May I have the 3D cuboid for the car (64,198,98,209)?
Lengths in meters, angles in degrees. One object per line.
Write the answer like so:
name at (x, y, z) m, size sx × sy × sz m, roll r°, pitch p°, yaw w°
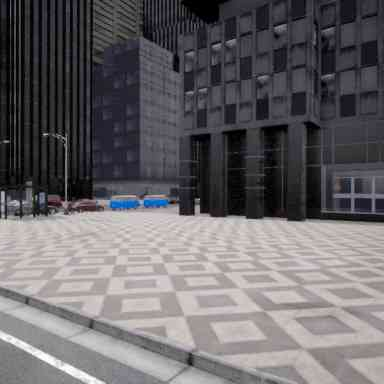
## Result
car at (-15.002, 1.548, 45.153) m, size 1.802 × 1.307 × 4.206 m, roll 0°, pitch 0°, yaw 35°

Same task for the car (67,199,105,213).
car at (-11.348, 1.576, 35.585) m, size 1.802 × 1.307 × 4.206 m, roll 0°, pitch 0°, yaw 35°

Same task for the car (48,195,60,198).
car at (-18.293, 1.285, 40.527) m, size 2.192 × 1.841 × 5.009 m, roll 0°, pitch 0°, yaw 35°

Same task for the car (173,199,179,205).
car at (-4.375, 1.572, 55.409) m, size 1.895 × 1.301 × 4.718 m, roll 0°, pitch 0°, yaw 36°

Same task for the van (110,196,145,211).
van at (-8.055, 1.332, 40.211) m, size 1.690 × 1.788 × 3.998 m, roll 0°, pitch 0°, yaw 35°

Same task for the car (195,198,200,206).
car at (1.821, 1.569, 54.087) m, size 1.802 × 1.307 × 4.206 m, roll 0°, pitch 0°, yaw 35°

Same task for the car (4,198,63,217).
car at (-14.641, 1.549, 30.960) m, size 2.008 × 1.369 × 4.403 m, roll 0°, pitch 0°, yaw 35°

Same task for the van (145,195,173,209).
van at (-4.763, 1.330, 44.836) m, size 1.690 × 1.788 × 3.998 m, roll 0°, pitch 0°, yaw 35°
